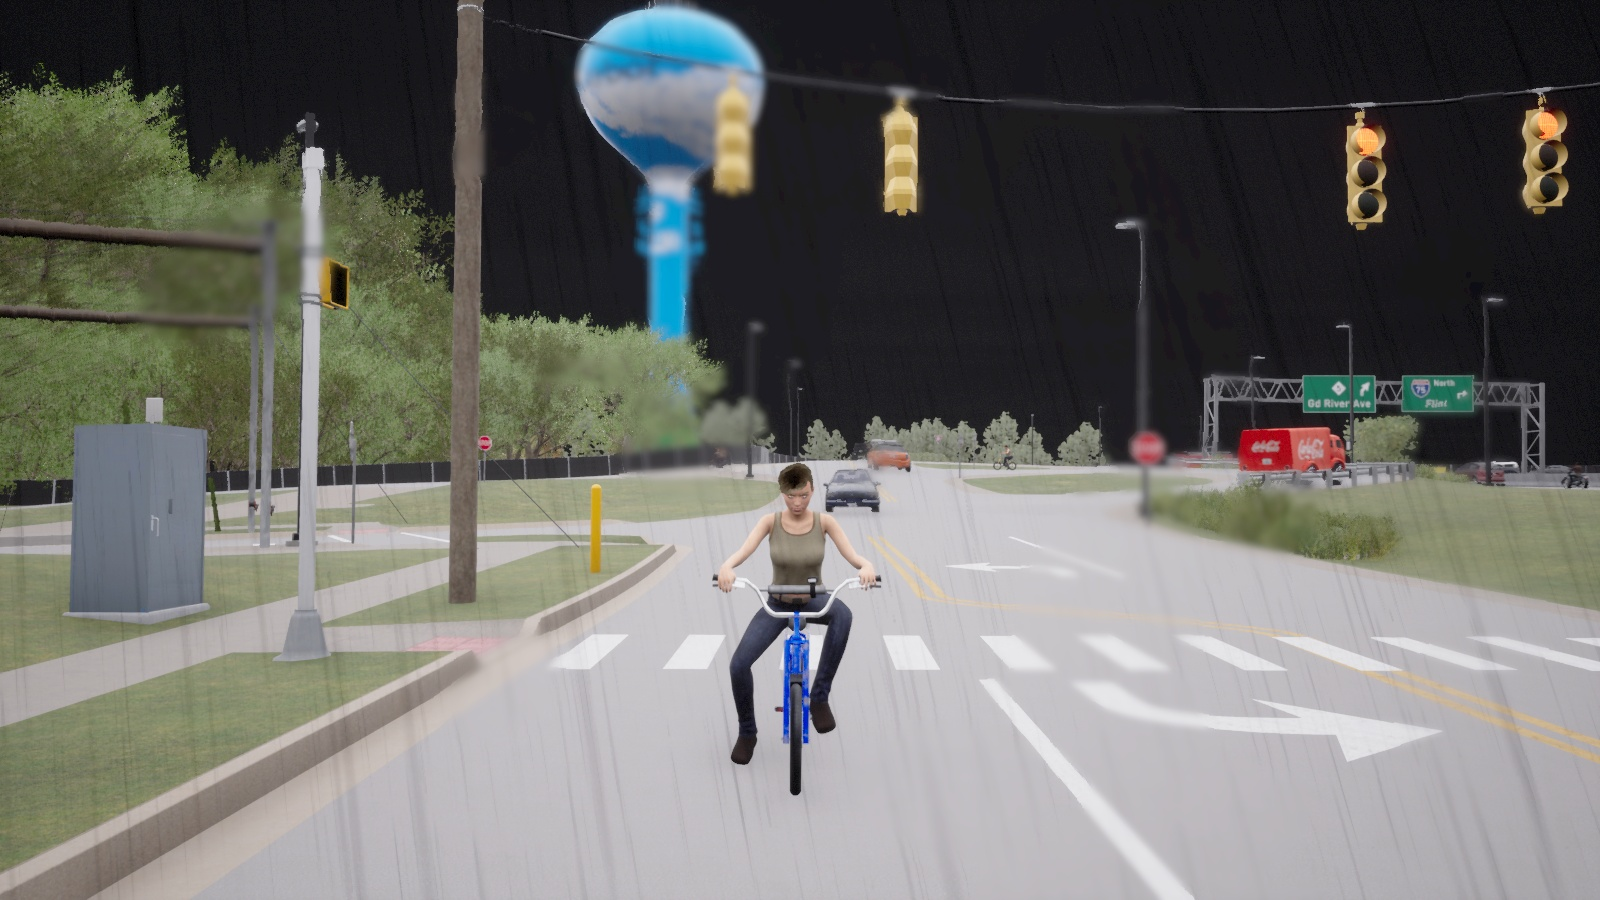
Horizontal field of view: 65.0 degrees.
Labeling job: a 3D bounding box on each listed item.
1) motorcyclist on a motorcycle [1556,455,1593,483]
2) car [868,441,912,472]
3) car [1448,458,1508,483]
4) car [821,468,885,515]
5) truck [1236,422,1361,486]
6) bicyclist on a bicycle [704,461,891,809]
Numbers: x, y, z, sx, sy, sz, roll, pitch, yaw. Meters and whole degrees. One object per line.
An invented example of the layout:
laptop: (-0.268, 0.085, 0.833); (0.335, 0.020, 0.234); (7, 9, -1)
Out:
motorcyclist on a motorcycle: (45.961, 1.150, 74.554); (0.766, 1.649, 2.350); (0, -1, 1)
car: (5.615, 0.387, 78.941); (2.097, 1.767, 4.553); (-1, 1, -4)
car: (42.509, 1.271, 78.811); (1.789, 1.549, 3.705); (0, -1, 1)
car: (1.839, 1.373, 43.254); (2.033, 1.411, 5.357); (0, 0, 3)
truck: (20.830, 0.148, 52.385); (5.204, 2.467, 2.627); (-2, -1, -41)
bicyclist on a bicycle: (-0.009, 0.872, 6.594); (0.866, 1.612, 1.509); (0, -1, 0)
